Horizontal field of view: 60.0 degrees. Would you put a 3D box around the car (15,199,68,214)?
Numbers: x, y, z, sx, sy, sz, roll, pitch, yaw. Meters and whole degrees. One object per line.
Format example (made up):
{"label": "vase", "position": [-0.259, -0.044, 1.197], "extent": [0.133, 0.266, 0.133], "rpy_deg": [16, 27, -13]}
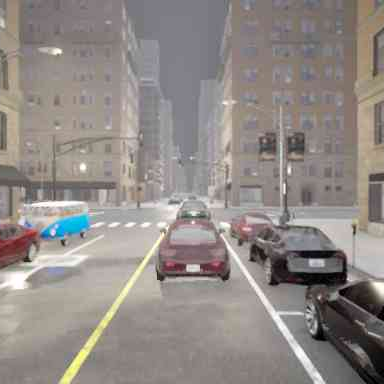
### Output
{"label": "car", "position": [-15.496, 1.476, 34.386], "extent": [4.674, 1.442, 1.812], "rpy_deg": [0, 0, -1]}

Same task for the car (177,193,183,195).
{"label": "car", "position": [-2.874, 1.445, 69.626], "extent": [2.033, 1.411, 5.357], "rpy_deg": [0, 0, 0]}

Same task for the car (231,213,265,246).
{"label": "car", "position": [2.669, 1.559, 14.777], "extent": [1.802, 1.307, 4.206], "rpy_deg": [0, 0, 0]}

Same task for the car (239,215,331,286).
{"label": "car", "position": [2.670, 1.552, 9.191], "extent": [1.947, 1.339, 4.313], "rpy_deg": [0, 0, 0]}

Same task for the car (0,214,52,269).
{"label": "car", "position": [-5.855, 1.530, 9.188], "extent": [1.887, 1.381, 4.507], "rpy_deg": [0, 0, 0]}

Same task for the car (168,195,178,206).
{"label": "car", "position": [-2.858, 1.523, 54.349], "extent": [1.895, 1.301, 4.718], "rpy_deg": [0, 0, 0]}

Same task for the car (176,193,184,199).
{"label": "car", "position": [-2.958, 1.008, 84.967], "extent": [1.837, 1.490, 4.892], "rpy_deg": [0, 0, 0]}

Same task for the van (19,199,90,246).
{"label": "van", "position": [-5.855, 1.318, 14.774], "extent": [1.690, 1.788, 3.998], "rpy_deg": [0, 0, 0]}

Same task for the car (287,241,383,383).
{"label": "car", "position": [2.670, 1.560, 3.606], "extent": [1.947, 1.339, 4.313], "rpy_deg": [0, 0, 0]}

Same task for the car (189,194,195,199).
{"label": "car", "position": [0.010, 1.246, 90.816], "extent": [1.812, 1.442, 4.674], "rpy_deg": [0, 0, 0]}

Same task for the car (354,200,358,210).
{"label": "car", "position": [19.918, 1.161, 34.692], "extent": [5.566, 2.045, 2.150], "rpy_deg": [0, 0, -1]}

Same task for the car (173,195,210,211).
{"label": "car", "position": [0.110, 1.314, 21.431], "extent": [2.097, 1.767, 4.553], "rpy_deg": [0, 0, 0]}

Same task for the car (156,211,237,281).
{"label": "car", "position": [0.016, 1.511, 9.654], "extent": [1.812, 1.442, 4.674], "rpy_deg": [0, 0, 0]}
